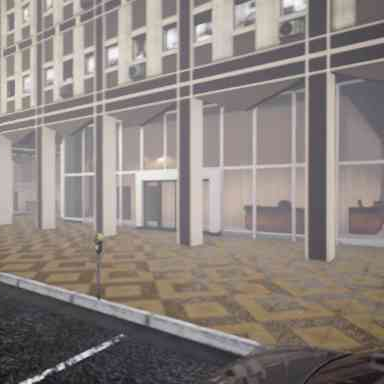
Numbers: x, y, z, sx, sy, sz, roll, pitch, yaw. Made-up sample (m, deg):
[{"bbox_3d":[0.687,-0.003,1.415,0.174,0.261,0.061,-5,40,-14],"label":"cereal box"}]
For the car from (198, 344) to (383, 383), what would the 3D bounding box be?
[{"bbox_3d":[1.824,1.555,1.619,4.313,1.339,1.947,0,0,34],"label":"car"}]
